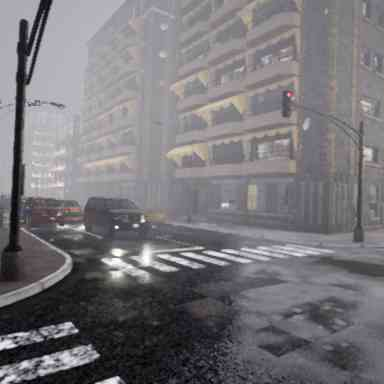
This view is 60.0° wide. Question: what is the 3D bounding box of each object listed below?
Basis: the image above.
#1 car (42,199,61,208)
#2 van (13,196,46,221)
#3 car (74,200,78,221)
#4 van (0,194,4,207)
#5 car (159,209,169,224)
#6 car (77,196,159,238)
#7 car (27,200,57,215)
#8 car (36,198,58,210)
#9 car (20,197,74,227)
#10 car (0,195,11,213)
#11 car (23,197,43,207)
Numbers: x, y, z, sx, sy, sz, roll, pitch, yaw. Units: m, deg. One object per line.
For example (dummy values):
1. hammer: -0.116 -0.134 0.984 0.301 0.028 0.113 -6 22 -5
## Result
1. car: -22.906 1.796 54.138 1.802 1.307 4.206 3 -1 -35
2. van: -13.179 1.287 26.850 1.690 1.788 3.998 3 -1 -35
3. car: -9.930 1.406 26.538 2.097 1.767 4.553 3 -2 -35
4. van: -29.317 1.229 49.582 1.690 1.788 3.998 3 -1 -35
5. car: -3.637 1.811 27.000 1.752 1.417 4.829 3 -1 -35
6. car: -4.361 1.301 18.690 2.150 2.045 5.566 3 -2 -36
7. car: -15.663 1.594 34.625 1.994 1.385 4.181 3 -2 -35
8. car: -19.946 1.654 45.725 1.812 1.442 4.674 3 -2 -35
9. car: -9.950 1.275 22.304 2.192 1.841 5.009 3 -1 -35
10. car: -19.634 1.235 35.944 2.192 1.841 5.009 3 -1 -35
11. car: -25.868 1.657 54.063 2.033 1.411 5.357 3 -2 -35
